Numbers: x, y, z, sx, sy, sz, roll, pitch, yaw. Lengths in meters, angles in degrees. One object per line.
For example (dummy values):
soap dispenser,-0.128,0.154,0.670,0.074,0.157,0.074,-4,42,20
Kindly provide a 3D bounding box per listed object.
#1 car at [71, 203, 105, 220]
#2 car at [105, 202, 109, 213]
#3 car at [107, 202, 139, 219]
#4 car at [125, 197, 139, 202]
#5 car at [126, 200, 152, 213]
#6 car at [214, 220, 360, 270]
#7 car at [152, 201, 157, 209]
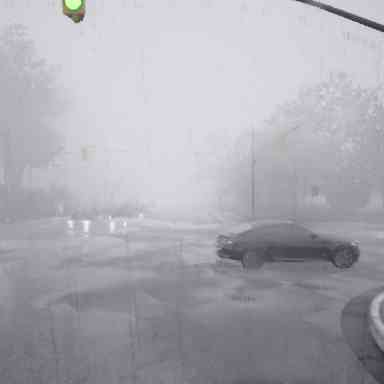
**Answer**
car,-10.607,1.958,33.592,1.812,1.442,4.674,0,-1,0
car,-10.626,2.071,42.882,1.812,1.442,4.674,0,0,0
car,-7.108,2.010,34.670,1.994,1.385,4.181,0,-1,0
car,-10.792,1.924,59.951,2.150,2.045,5.566,0,-1,-2
car,-7.127,2.117,45.068,2.033,1.411,5.357,0,-1,0
car,3.069,1.670,11.030,4.674,1.442,1.812,0,-1,-3
car,-7.334,2.252,60.368,2.033,1.411,5.357,0,0,-1
